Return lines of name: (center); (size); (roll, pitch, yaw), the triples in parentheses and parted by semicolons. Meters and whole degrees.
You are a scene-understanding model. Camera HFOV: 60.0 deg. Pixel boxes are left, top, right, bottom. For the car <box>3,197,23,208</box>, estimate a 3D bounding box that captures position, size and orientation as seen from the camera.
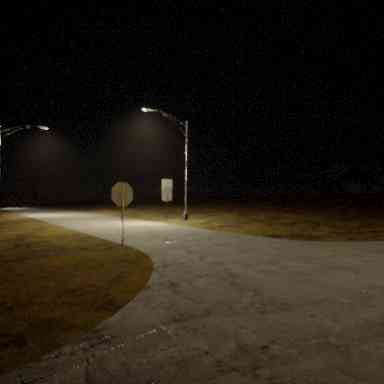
car: (-24.692, 1.411, 45.756); (1.994, 1.385, 4.181); (1, -1, -36)
